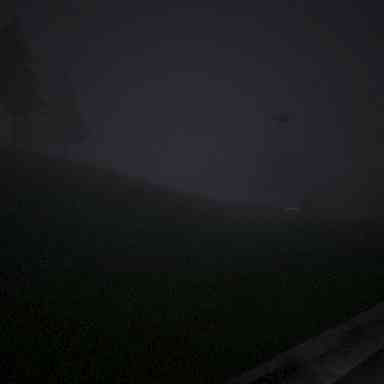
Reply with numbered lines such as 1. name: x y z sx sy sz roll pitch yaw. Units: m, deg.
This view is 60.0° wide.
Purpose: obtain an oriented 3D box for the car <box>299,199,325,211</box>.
1. car: 15.640 1.682 43.570 2.128 1.511 4.902 0 0 -5
